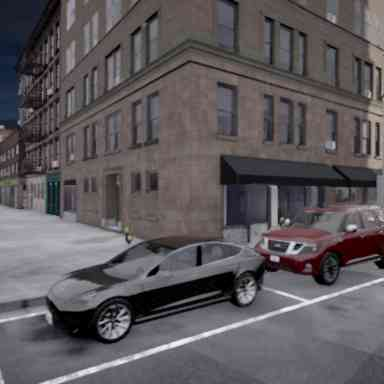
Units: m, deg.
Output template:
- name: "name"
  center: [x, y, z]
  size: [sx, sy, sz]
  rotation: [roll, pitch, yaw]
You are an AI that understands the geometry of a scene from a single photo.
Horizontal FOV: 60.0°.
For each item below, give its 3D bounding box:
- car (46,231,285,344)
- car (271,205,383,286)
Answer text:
- name: "car"
  center: [-0.449, 1.574, 6.442]
  size: [4.313, 1.339, 1.947]
  rotation: [0, 0, -36]
- name: "car"
  center: [4.098, 1.336, 9.686]
  size: [5.009, 1.841, 2.192]
  rotation: [0, 0, -36]
